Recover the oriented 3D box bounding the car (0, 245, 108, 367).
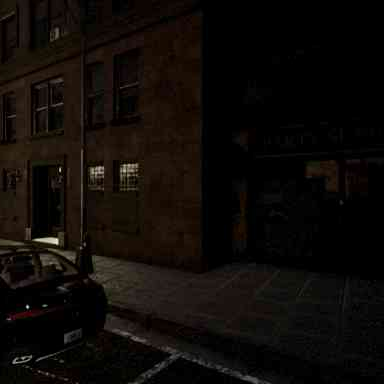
[{"bbox_3d":[-3.248,1.551,5.410,4.403,1.369,2.008,0,0,36],"label":"car"}]
